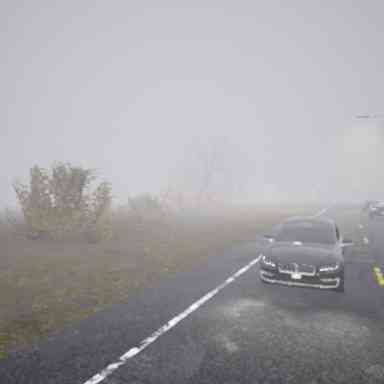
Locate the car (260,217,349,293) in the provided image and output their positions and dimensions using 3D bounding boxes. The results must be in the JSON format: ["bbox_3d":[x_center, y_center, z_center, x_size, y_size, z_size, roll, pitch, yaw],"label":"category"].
[{"bbox_3d":[3.224,1.515,9.172,1.837,1.490,4.892,0,0,25],"label":"car"}]

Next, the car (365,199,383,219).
[{"bbox_3d":[16.714,1.574,29.462,1.812,1.442,4.674,0,0,25],"label":"car"}]

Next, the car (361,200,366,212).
[{"bbox_3d":[21.479,1.567,39.662,1.837,1.490,4.892,0,0,25],"label":"car"}]
